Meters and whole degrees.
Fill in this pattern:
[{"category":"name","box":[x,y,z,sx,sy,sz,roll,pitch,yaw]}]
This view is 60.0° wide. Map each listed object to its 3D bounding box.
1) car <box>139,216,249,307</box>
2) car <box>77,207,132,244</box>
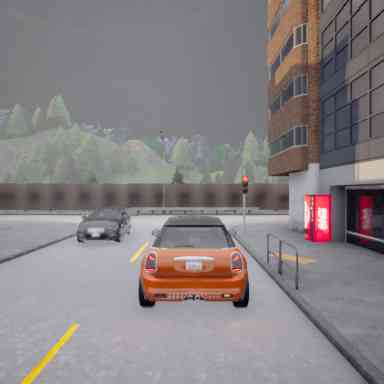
[{"category":"car","box":[0.047,1.355,8.151,2.097,1.767,4.553,0,0,0]},{"category":"car","box":[-4.075,1.496,16.119,2.128,1.511,4.902,0,0,-3]}]
